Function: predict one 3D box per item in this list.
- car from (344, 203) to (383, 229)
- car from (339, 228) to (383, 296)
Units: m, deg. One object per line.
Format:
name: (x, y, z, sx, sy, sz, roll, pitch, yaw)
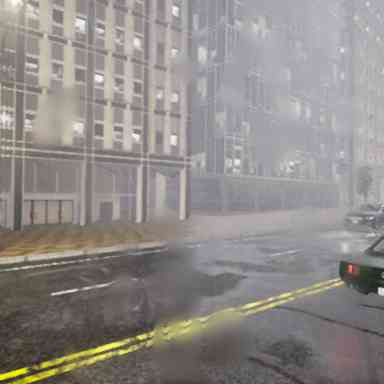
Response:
car: (11.409, 1.486, 21.030, 4.902, 1.511, 2.128, 0, 0, -40)
car: (5.417, 1.600, 7.576, 4.718, 1.301, 1.895, 0, 0, -37)
